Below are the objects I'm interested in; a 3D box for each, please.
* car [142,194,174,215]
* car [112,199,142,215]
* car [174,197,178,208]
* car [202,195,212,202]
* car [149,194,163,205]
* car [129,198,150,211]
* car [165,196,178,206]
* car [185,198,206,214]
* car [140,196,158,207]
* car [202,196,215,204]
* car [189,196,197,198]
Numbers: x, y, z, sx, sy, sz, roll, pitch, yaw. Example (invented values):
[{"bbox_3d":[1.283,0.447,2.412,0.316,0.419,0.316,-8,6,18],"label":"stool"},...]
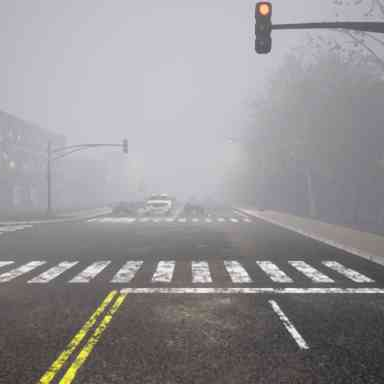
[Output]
[{"bbox_3d":[-3.309,1.211,33.724,2.150,2.045,5.566,0,0,0],"label":"car"},{"bbox_3d":[-6.562,1.591,33.131,1.895,1.301,4.718,0,0,0],"label":"car"},{"bbox_3d":[-3.298,1.586,43.780,1.895,1.301,4.718,0,0,1],"label":"car"},{"bbox_3d":[3.324,1.510,74.730,2.033,1.411,5.357,0,0,0],"label":"car"},{"bbox_3d":[-6.502,1.329,61.166,2.097,1.767,4.553,0,0,0],"label":"car"},{"bbox_3d":[-6.544,1.550,42.059,1.994,1.385,4.181,0,0,1],"label":"car"},{"bbox_3d":[-3.285,1.485,53.929,1.837,1.490,4.892,0,0,0],"label":"car"},{"bbox_3d":[0.198,1.590,34.895,1.895,1.301,4.718,0,0,-1],"label":"car"},{"bbox_3d":[-6.537,1.473,51.112,2.128,1.511,4.902,0,0,0],"label":"car"},{"bbox_3d":[3.414,1.576,64.712,1.895,1.301,4.718,0,0,0],"label":"car"},{"bbox_3d":[0.163,1.467,65.081,2.128,1.511,4.902,0,0,0],"label":"car"}]
